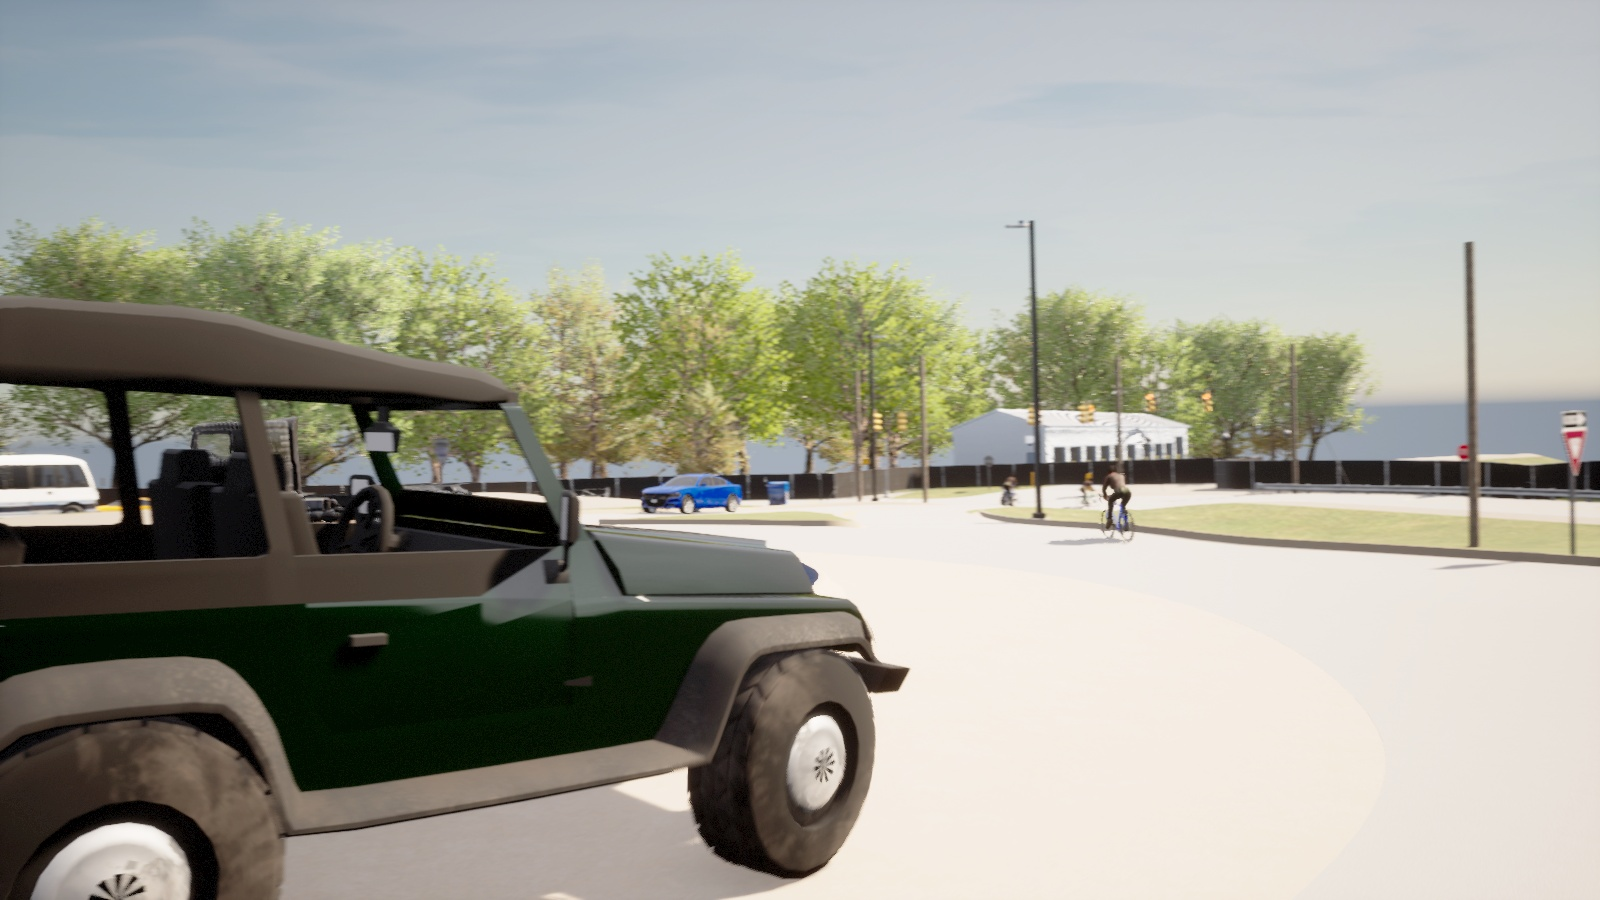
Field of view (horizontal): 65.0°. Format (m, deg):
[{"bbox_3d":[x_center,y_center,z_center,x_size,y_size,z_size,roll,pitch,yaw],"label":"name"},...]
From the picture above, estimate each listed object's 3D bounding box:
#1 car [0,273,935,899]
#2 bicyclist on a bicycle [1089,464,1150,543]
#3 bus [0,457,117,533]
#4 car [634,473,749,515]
[{"bbox_3d":[-1.557,0.561,4.348,3.866,1.878,1.905,2,0,-43],"label":"car"},{"bbox_3d":[6.887,1.122,27.179,0.582,1.620,1.656,-3,0,-10],"label":"bicyclist on a bicycle"},{"bbox_3d":[-46.337,2.613,73.646,3.944,4.253,10.273,0,1,44],"label":"bus"},{"bbox_3d":[-4.083,1.654,48.072,1.882,1.535,5.008,-1,-2,29],"label":"car"}]
